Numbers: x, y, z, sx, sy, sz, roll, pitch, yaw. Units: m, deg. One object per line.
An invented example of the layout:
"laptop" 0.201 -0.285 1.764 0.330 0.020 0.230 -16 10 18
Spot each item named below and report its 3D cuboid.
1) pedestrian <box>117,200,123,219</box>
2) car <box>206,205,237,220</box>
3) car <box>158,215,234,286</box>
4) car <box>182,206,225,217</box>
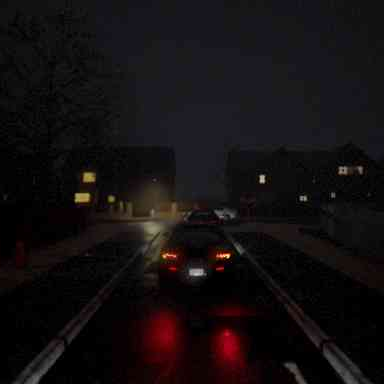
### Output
"pedestrian" -6.723 1.604 31.065 0.375 1.860 0.375 0 -1 1
"car" 1.461 1.818 28.038 4.674 1.442 1.812 -1 -2 1
"car" 0.102 1.602 9.553 1.812 1.442 4.674 0 0 0
"car" 0.691 1.718 19.266 1.994 1.385 4.181 0 0 8
